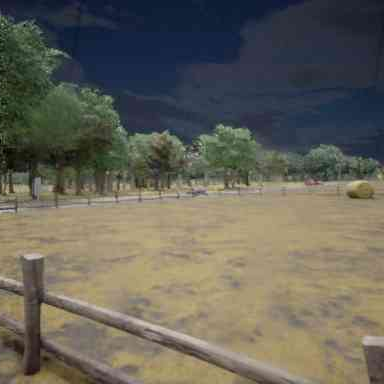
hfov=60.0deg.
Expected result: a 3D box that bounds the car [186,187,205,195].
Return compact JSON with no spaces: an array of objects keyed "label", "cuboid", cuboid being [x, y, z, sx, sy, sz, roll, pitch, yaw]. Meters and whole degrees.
[{"label":"car","cuboid":[0.695,-0.202,63.197,1.812,1.442,4.674,0,2,36]}]
